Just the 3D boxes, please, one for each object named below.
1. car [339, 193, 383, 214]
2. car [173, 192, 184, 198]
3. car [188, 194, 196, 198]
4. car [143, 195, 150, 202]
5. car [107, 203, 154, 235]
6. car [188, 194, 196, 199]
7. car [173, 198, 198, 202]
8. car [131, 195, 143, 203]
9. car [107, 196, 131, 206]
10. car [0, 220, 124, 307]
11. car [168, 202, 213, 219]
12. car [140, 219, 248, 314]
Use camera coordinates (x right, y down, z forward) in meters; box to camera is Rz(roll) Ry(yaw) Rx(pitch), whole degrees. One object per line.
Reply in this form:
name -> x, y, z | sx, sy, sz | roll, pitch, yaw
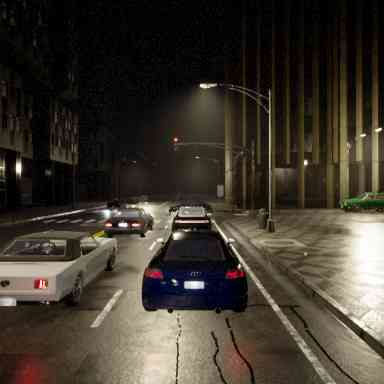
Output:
car -> 17.705, 1.092, 33.086 | 5.566, 2.045, 2.150 | 0, 0, 0
car -> -3.262, 1.296, 75.057 | 1.837, 1.490, 4.892 | 0, 0, 0
car -> -0.012, 1.336, 75.057 | 2.033, 1.411, 5.357 | 0, 0, 0
car -> -9.765, 1.377, 68.472 | 2.033, 1.411, 5.357 | 0, 0, 0
car -> -3.155, 1.531, 17.517 | 2.033, 1.411, 5.357 | 0, 0, 0
car -> -0.013, 1.192, 85.509 | 1.895, 1.301, 4.718 | 0, 0, 0
car -> -0.161, 1.521, 31.494 | 4.181, 1.385, 1.994 | 0, 0, -18
car -> -9.851, 1.430, 54.645 | 2.033, 1.411, 5.357 | 0, 0, 0
car -> -9.855, 1.522, 43.945 | 1.895, 1.301, 4.718 | 0, 0, 0
car -> -3.149, 1.597, 7.926 | 1.895, 1.301, 4.718 | 0, 0, 0
car -> -0.003, 1.477, 16.579 | 2.128, 1.511, 4.902 | 0, 0, 0
car -> 0.085, 1.560, 7.705 | 1.994, 1.385, 4.181 | 0, 0, 1
